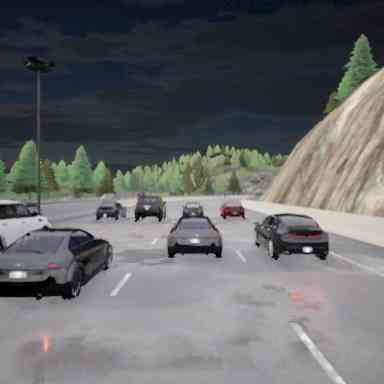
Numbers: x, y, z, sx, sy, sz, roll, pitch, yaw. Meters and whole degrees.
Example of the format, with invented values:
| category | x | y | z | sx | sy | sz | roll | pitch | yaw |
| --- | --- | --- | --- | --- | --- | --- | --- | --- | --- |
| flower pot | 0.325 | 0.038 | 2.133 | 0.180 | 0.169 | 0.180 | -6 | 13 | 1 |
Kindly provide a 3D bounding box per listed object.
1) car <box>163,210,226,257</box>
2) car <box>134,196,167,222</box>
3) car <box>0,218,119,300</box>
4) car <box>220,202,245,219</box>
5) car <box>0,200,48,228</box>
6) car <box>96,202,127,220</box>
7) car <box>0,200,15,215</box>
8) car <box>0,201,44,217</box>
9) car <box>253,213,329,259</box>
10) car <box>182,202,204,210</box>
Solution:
| category | x | y | z | sx | sy | sz | roll | pitch | yaw |
| --- | --- | --- | --- | --- | --- | --- | --- | --- | --- |
| car | 0.101 | 1.618 | 13.143 | 1.994 | 1.385 | 4.181 | 0 | 0 | 0 |
| car | -3.397 | 1.336 | 27.863 | 2.150 | 2.045 | 5.566 | 0 | 0 | 0 |
| car | -3.400 | 1.599 | 8.509 | 1.994 | 1.385 | 4.181 | 0 | 0 | 0 |
| car | 3.603 | 1.602 | 30.291 | 1.882 | 1.535 | 5.008 | 0 | 0 | 0 |
| car | -6.899 | 1.269 | 11.495 | 2.150 | 2.045 | 5.566 | 0 | 0 | 0 |
| car | -6.896 | 1.623 | 28.790 | 1.837 | 1.490 | 4.892 | 0 | 0 | 0 |
| car | -21.070 | 1.652 | 35.390 | 1.837 | 1.490 | 4.892 | 0 | -1 | 0 |
| car | -17.588 | 1.689 | 34.446 | 2.033 | 1.411 | 5.357 | 0 | 0 | 0 |
| car | 3.602 | 1.557 | 12.785 | 1.837 | 1.490 | 4.892 | 0 | 0 | 0 |
| car | 0.090 | 1.648 | 29.789 | 1.812 | 1.442 | 4.674 | 0 | 0 | 0 |
